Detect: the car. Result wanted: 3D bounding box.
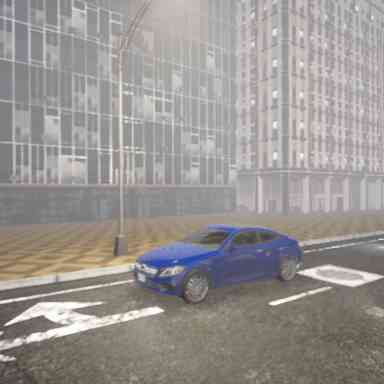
[{"bbox_3d":[0.846,1.540,8.285,4.674,1.442,1.812,0,0,-35],"label":"car"}]
